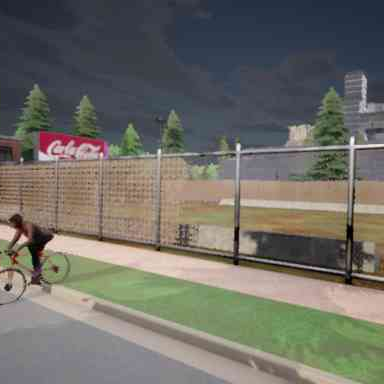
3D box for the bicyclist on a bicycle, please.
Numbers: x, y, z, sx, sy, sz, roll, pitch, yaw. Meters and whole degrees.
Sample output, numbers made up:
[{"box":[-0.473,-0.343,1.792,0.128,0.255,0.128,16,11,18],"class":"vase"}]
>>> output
[{"box":[-3.135,1.203,6.429,0.582,1.620,1.656,2,10,35],"class":"bicyclist on a bicycle"}]
